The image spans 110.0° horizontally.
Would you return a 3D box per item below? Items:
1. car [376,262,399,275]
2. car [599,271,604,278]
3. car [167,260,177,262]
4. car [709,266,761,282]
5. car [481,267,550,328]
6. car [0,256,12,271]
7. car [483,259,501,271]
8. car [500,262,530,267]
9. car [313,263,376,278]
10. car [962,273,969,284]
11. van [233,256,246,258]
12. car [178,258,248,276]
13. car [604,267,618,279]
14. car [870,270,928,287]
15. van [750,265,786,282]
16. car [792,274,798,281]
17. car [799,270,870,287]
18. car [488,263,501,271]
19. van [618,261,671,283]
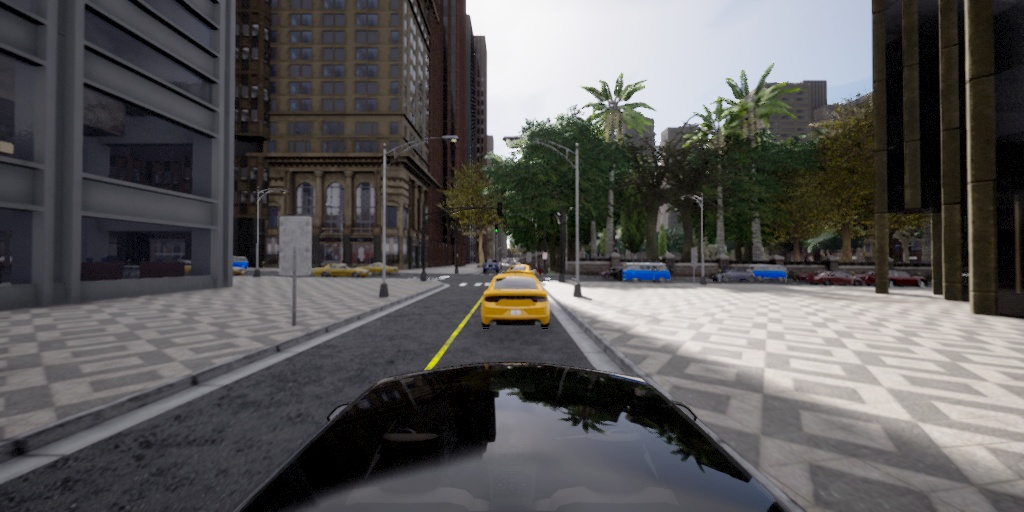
[{"bbox_3d":[-15.349,1.381,40.429,4.829,1.417,1.751,0,0,0],"label":"car"},{"bbox_3d":[11.907,1.885,40.309,4.207,1.307,1.802,0,0,0],"label":"car"},{"bbox_3d":[-37.859,1.053,40.529,4.313,1.339,1.948,0,0,0],"label":"car"},{"bbox_3d":[23.062,2.017,37.597,4.181,1.385,1.994,1,-1,1],"label":"car"},{"bbox_3d":[0.101,1.303,11.685,1.882,1.535,5.008,0,0,0],"label":"car"},{"bbox_3d":[-43.558,0.725,32.029,4.097,1.591,1.967,0,0,0],"label":"car"},{"bbox_3d":[-3.077,1.407,53.170,2.150,2.045,5.566,0,-1,0],"label":"car"},{"bbox_3d":[0.722,1.425,27.185,1.882,1.535,5.008,0,0,10],"label":"car"},{"bbox_3d":[-15.035,1.270,31.903,4.829,1.417,1.751,0,0,0],"label":"car"},{"bbox_3d":[50.571,2.522,40.139,4.207,1.307,1.802,0,0,0],"label":"car"},{"bbox_3d":[-32.189,0.920,40.504,3.998,1.789,1.690,0,0,0],"label":"van"},{"bbox_3d":[-26.376,1.085,31.953,4.829,1.417,1.751,0,0,0],"label":"car"},{"bbox_3d":[13.019,1.508,37.655,5.566,2.045,2.150,1,-1,0],"label":"car"},{"bbox_3d":[33.975,1.997,31.687,4.097,1.591,1.967,0,0,0],"label":"car"},{"bbox_3d":[28.477,1.917,40.236,3.998,1.789,1.690,0,0,0],"label":"van"},{"bbox_3d":[34.000,2.213,40.212,4.507,1.381,1.888,0,0,0],"label":"car"},{"bbox_3d":[28.452,2.048,31.711,4.207,1.307,1.802,0,0,0],"label":"car"},{"bbox_3d":[-3.036,1.886,62.983,1.895,1.301,4.718,0,-1,0],"label":"car"},{"bbox_3d":[11.882,1.533,31.784,3.998,1.789,1.690,0,0,0],"label":"van"}]
